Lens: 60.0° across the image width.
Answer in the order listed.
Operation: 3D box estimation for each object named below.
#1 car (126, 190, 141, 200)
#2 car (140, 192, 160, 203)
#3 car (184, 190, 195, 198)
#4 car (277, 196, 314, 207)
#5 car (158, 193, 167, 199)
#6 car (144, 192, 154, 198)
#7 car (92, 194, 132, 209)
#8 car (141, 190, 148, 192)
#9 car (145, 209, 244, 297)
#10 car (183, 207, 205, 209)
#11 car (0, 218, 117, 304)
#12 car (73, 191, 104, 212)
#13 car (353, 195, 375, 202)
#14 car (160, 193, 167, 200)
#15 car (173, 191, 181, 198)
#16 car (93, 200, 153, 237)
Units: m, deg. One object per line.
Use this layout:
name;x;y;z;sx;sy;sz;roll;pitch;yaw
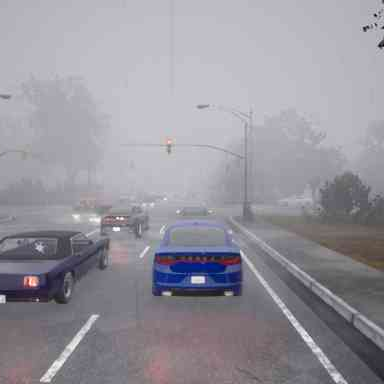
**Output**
car;-10.501;0.907;56.308;2.097;1.767;4.553;0;1;0
car;-7.006;1.127;55.511;1.994;1.385;4.181;0;1;0
car;-0.340;0.419;85.464;2.150;2.045;5.566;0;1;-4
car;13.290;1.200;42.822;4.674;1.442;1.812;0;1;-3
car;-7.170;0.861;81.261;1.895;1.301;4.718;0;1;-2
car;-10.813;0.738;84.731;2.128;1.511;4.902;0;1;-3
car;-7.054;1.264;29.928;1.882;1.535;5.008;0;1;0
car;-10.432;0.640;69.997;2.150;2.045;5.566;0;1;0
car;0.114;1.446;8.591;1.882;1.535;5.008;0;0;0
car;0.126;1.458;17.572;1.994;1.385;4.181;0;0;0
car;-3.387;1.573;8.044;1.895;1.301;4.718;0;0;0
car;-10.545;0.964;34.890;2.150;2.045;5.566;0;1;0
car;22.478;1.174;43.329;4.892;1.490;1.837;0;1;-3
car;-6.927;0.901;69.232;1.882;1.535;5.008;0;1;0
car;-3.836;0.737;85.329;2.033;1.411;5.357;0;1;-4
car;-3.373;1.402;17.296;1.837;1.490;4.892;0;0;0
